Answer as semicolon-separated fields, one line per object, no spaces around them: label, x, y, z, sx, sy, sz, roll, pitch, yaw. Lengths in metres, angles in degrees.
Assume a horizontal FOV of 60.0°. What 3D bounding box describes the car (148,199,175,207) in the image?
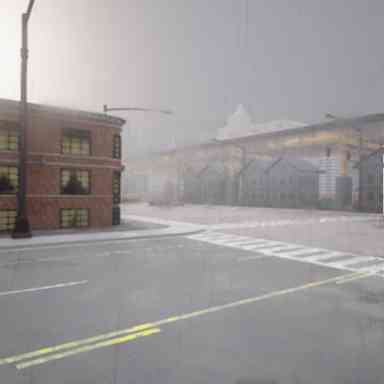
car;-5.802;1.884;58.379;2.033;1.411;5.357;1;0;-35

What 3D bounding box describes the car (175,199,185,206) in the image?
car;-3.367;1.977;60.996;1.895;1.301;4.718;1;0;-35

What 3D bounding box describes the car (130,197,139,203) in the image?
car;-13.777;1.752;73.388;4.674;1.442;1.812;0;0;37

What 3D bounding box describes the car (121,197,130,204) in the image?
car;-16.075;1.790;70.745;4.718;1.301;1.895;0;0;37
